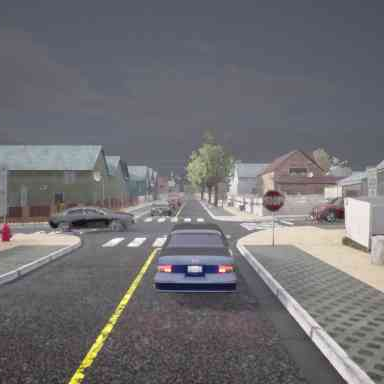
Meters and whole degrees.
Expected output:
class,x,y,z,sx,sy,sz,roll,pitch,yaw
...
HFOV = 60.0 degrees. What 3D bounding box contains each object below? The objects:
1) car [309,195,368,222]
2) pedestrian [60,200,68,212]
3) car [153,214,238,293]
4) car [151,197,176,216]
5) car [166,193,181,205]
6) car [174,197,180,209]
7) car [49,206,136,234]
class,x,y,z,sx,sy,sz,roll,pitch,yaw
car,10.326,1.067,22.487,4.553,1.767,2.097,-2,-1,-1
pedestrian,-9.738,1.462,25.242,0.375,1.860,0.375,0,0,0
car,0.118,1.550,8.992,2.033,1.411,5.357,0,0,1
car,-2.894,1.528,32.744,1.812,1.442,4.674,0,0,0
car,-2.949,1.222,53.787,2.150,2.045,5.566,0,0,0
car,-2.923,1.603,42.839,1.895,1.301,4.718,0,0,0
car,-5.764,1.559,19.402,4.902,1.511,2.128,-2,-1,0
